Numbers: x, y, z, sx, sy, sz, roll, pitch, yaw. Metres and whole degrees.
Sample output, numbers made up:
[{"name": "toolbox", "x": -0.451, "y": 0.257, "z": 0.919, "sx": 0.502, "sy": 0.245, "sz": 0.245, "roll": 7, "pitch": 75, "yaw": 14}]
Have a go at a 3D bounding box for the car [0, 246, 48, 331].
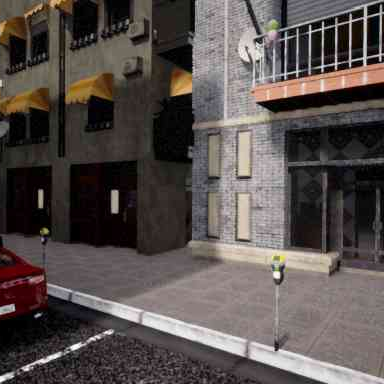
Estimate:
[{"name": "car", "x": -4.460, "y": 1.544, "z": 6.051, "sx": 4.507, "sy": 1.381, "sz": 1.887, "roll": 0, "pitch": 1, "yaw": 36}]
